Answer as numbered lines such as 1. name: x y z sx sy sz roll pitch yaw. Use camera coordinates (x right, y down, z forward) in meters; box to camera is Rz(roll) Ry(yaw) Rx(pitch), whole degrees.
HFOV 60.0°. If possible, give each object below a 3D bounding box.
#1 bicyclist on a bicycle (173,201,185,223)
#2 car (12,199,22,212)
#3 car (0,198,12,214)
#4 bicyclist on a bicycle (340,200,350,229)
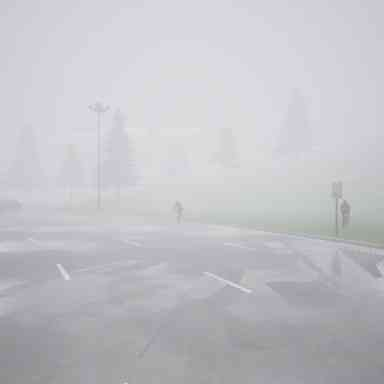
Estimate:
1. bicyclist on a bicycle: -0.966 1.455 24.215 0.582 1.620 1.656 0 -2 -31
2. car: -21.492 1.505 37.781 4.892 1.490 1.837 0 0 26
3. car: -20.790 1.526 33.567 4.674 1.442 1.812 0 0 28
4. bicyclist on a bicycle: 8.774 1.295 19.044 0.582 1.620 1.656 0 -2 16
